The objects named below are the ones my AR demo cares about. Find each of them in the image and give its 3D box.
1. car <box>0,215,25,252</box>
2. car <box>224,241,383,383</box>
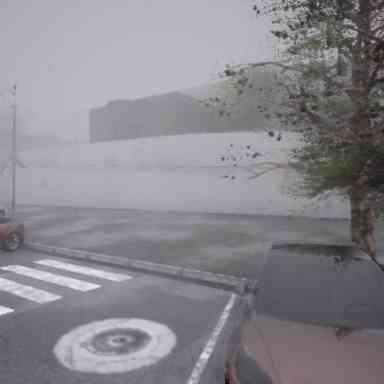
[{"bbox_3d":[-8.056,1.520,11.515,2.163,1.488,4.792,1,-1,15],"label":"car"},{"bbox_3d":[1.717,1.517,4.541,2.163,1.488,4.792,1,-1,15],"label":"car"}]
